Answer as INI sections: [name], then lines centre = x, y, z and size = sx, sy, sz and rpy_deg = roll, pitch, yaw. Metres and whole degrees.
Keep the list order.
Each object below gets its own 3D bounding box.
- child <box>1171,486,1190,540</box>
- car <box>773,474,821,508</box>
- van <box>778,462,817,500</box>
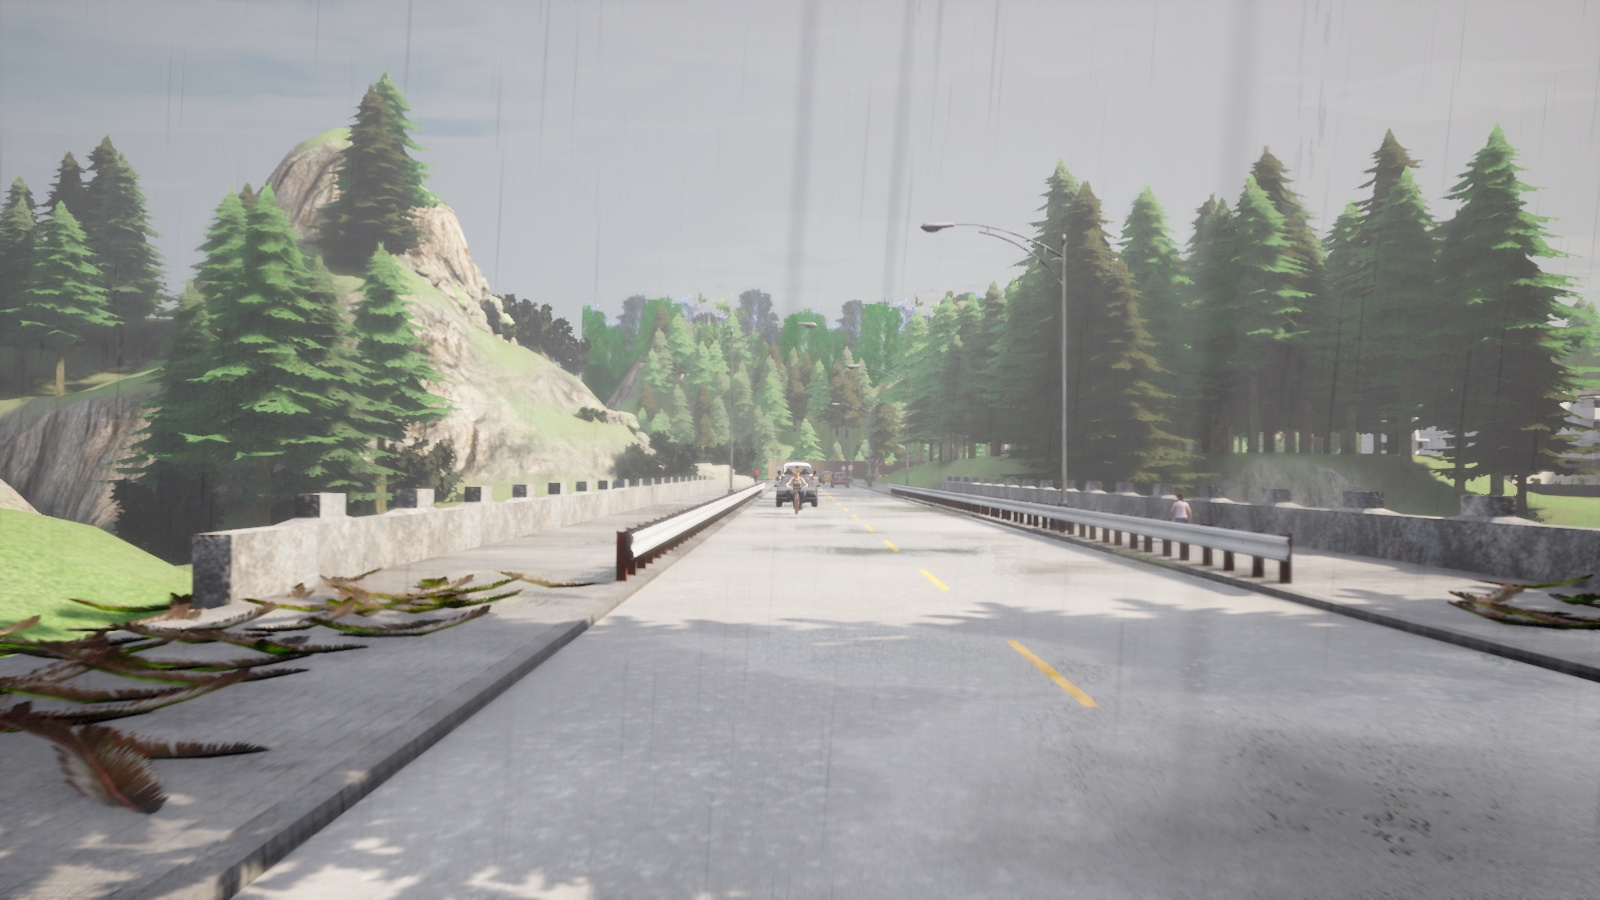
[child]
centre = 7.990, 1.314, 26.382
size = 0.255, 1.110, 0.394
rpy_deg = 0, -1, -3
[car]
centre = -0.120, 1.797, 55.801
size = 2.033, 1.411, 5.357
rpy_deg = 0, -1, 0
[van]
centre = -0.150, 1.698, 69.211
size = 2.069, 2.038, 4.480
rpy_deg = 0, -1, 0
